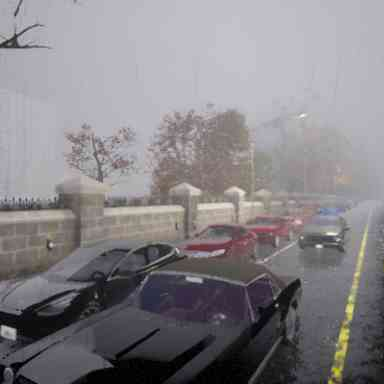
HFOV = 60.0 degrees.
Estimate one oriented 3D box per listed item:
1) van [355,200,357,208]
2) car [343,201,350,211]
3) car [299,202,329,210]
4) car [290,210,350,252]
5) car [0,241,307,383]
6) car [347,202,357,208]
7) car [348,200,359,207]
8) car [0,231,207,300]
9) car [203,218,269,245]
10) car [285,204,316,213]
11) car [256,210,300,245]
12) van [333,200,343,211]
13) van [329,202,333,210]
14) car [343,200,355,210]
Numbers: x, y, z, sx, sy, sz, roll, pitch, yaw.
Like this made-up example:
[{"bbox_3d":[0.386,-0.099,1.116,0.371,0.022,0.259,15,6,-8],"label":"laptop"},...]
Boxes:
[{"bbox_3d":[33.515,2.657,70.914,1.690,1.788,3.998,-1,-1,29],"label":"van"},{"bbox_3d":[22.712,2.499,51.153,1.947,1.339,4.313,-1,-1,29],"label":"car"},{"bbox_3d":[9.209,1.785,26.460,2.192,1.841,5.009,-1,-1,29],"label":"car"},{"bbox_3d":[6.349,1.819,15.608,2.033,1.411,5.357,-1,-1,29],"label":"car"},{"bbox_3d":[0.091,1.678,4.373,1.895,1.301,4.718,0,-1,28],"label":"car"},{"bbox_3d":[38.915,3.058,80.790,1.887,1.381,4.507,-1,-1,29],"label":"car"},{"bbox_3d":[41.618,2.928,85.735,2.192,1.841,5.009,-1,-1,29],"label":"car"},{"bbox_3d":[-1.591,1.682,6.699,1.947,1.339,4.313,0,-1,29],"label":"car"},{"bbox_3d":[1.110,1.782,11.639,1.802,1.307,4.206,0,-1,29],"label":"car"},{"bbox_3d":[6.509,1.817,21.517,1.967,1.590,4.097,-1,-1,29],"label":"car"},{"bbox_3d":[3.809,1.831,16.577,1.887,1.381,4.507,-1,-1,29],"label":"car"},{"bbox_3d":[17.311,2.088,41.278,1.690,1.788,3.998,-1,-1,29],"label":"van"},{"bbox_3d":[11.910,1.903,31.399,1.690,1.788,3.998,-1,-1,29],"label":"van"},{"bbox_3d":[28.114,2.437,61.036,2.192,1.841,5.009,-1,-1,29],"label":"car"}]
